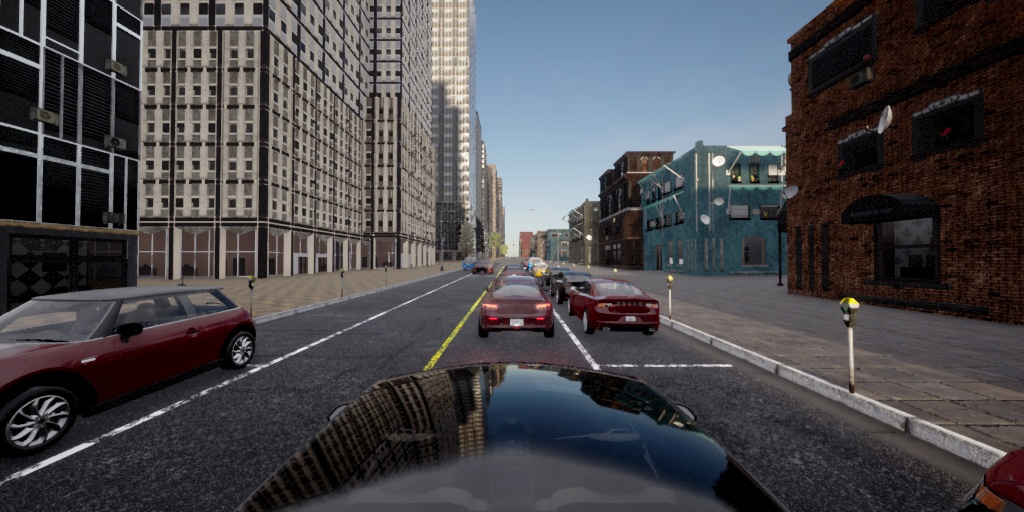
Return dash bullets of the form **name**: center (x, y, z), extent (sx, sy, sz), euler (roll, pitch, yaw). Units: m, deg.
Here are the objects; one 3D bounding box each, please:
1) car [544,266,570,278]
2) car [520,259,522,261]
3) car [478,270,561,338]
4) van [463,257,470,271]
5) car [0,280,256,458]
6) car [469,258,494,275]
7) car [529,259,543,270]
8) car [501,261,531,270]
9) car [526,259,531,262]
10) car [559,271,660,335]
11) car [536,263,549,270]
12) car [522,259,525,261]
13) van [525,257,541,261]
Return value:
- **car**: center (2.705, 1.316, 15.944), extent (1.948, 1.339, 4.313), euler (0, 0, 0)
- **car**: center (2.745, 1.057, 53.891), extent (2.192, 1.841, 5.009), euler (0, 0, 0)
- **car**: center (0.106, 1.277, 10.111), extent (1.812, 1.442, 4.674), euler (0, 0, 0)
- **van**: center (-5.641, 1.085, 48.418), extent (1.690, 1.789, 3.998), euler (0, 0, 0)
- **car**: center (-5.687, 1.190, 4.857), extent (1.967, 1.591, 4.097), euler (0, 0, 0)
- **car**: center (-3.059, 1.099, 38.867), extent (2.097, 1.767, 4.553), euler (0, 0, 0)
- **car**: center (2.723, 1.274, 32.149), extent (1.751, 1.417, 4.829), euler (0, 0, 0)
- **car**: center (0.129, 1.313, 26.867), extent (1.994, 1.385, 4.181), euler (0, 0, 0)
- **car**: center (2.728, 1.298, 37.457), extent (2.007, 1.370, 4.403), euler (0, 0, 0)
- **car**: center (2.700, 1.296, 10.398), extent (1.888, 1.381, 4.507), euler (0, 0, 0)
- **car**: center (2.711, 1.316, 21.488), extent (1.948, 1.339, 4.313), euler (0, 0, 0)
- **car**: center (2.739, 1.184, 48.413), extent (1.967, 1.591, 4.097), euler (0, 0, 0)
- **van**: center (2.734, 1.087, 42.935), extent (1.690, 1.789, 3.998), euler (0, 0, 0)
